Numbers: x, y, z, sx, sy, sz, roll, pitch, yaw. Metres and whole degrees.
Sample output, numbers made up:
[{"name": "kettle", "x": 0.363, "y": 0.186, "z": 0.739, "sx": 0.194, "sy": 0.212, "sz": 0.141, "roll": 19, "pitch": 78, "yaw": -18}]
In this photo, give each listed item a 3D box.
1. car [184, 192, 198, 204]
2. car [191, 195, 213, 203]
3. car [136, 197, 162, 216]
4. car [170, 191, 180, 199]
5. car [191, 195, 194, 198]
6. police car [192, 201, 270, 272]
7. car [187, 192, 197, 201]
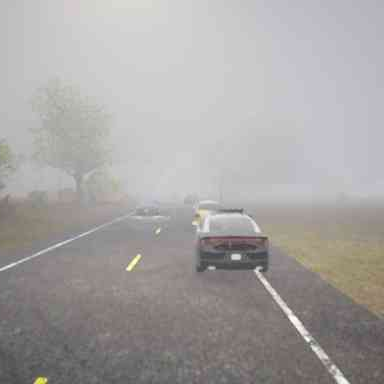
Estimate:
[{"name": "car", "x": -0.020, "y": 0.999, "z": 47.054, "sx": 1.994, "sy": 1.385, "sz": 4.181, "roll": 0, "pitch": 1, "yaw": 2}, {"name": "car", "x": 1.035, "y": 1.218, "z": 20.534, "sx": 1.801, "sy": 1.575, "sz": 5.366, "roll": 0, "pitch": 1, "yaw": 0}, {"name": "car", "x": -3.619, "y": 1.191, "z": 28.729, "sx": 1.812, "sy": 1.442, "sz": 4.674, "roll": 0, "pitch": 1, "yaw": 0}, {"name": "car", "x": -3.555, "y": 0.605, "z": 70.200, "sx": 1.837, "sy": 1.490, "sz": 4.892, "roll": 0, "pitch": 1, "yaw": 0}, {"name": "car", "x": 1.030, "y": 1.220, "z": 26.345, "sx": 1.812, "sy": 1.442, "sz": 4.674, "roll": 0, "pitch": 1, "yaw": 0}, {"name": "police car", "x": 1.043, "y": 1.305, "z": 10.454, "sx": 1.930, "sy": 1.638, "sz": 5.238, "roll": 0, "pitch": 1, "yaw": 0}, {"name": "car", "x": -0.035, "y": 0.747, "z": 61.968, "sx": 1.837, "sy": 1.490, "sz": 4.892, "roll": 0, "pitch": 1, "yaw": 0}]
